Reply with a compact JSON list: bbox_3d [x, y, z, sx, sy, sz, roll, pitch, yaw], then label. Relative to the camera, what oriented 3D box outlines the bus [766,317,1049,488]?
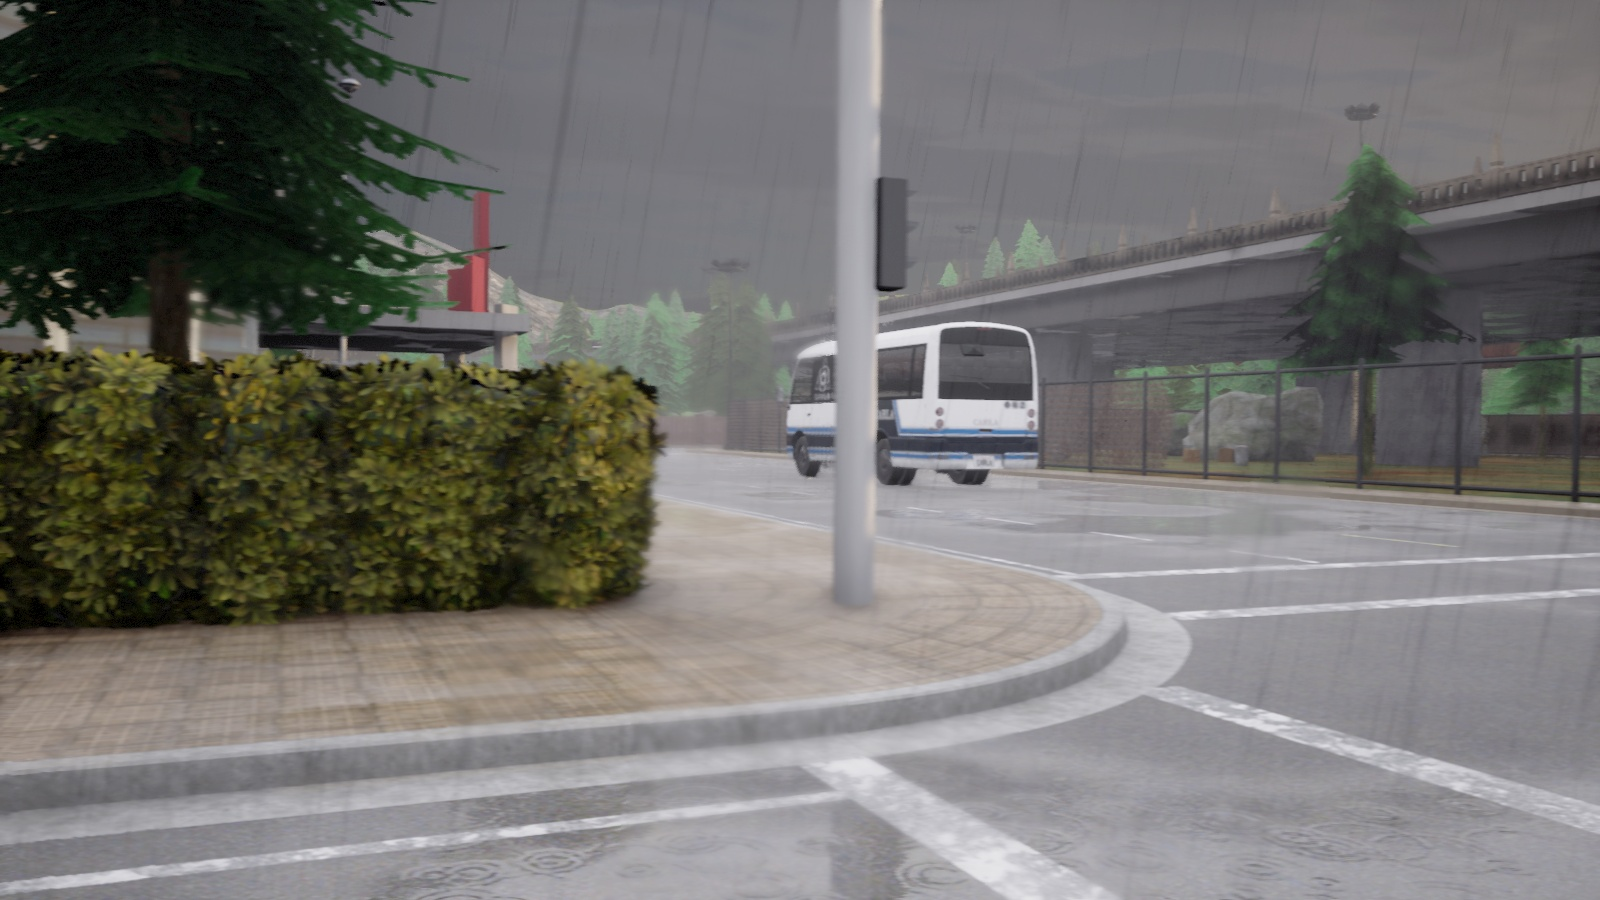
[{"bbox_3d":[2.691,-1.272,36.748,3.944,4.253,10.273,-1,1,-22],"label":"bus"}]
